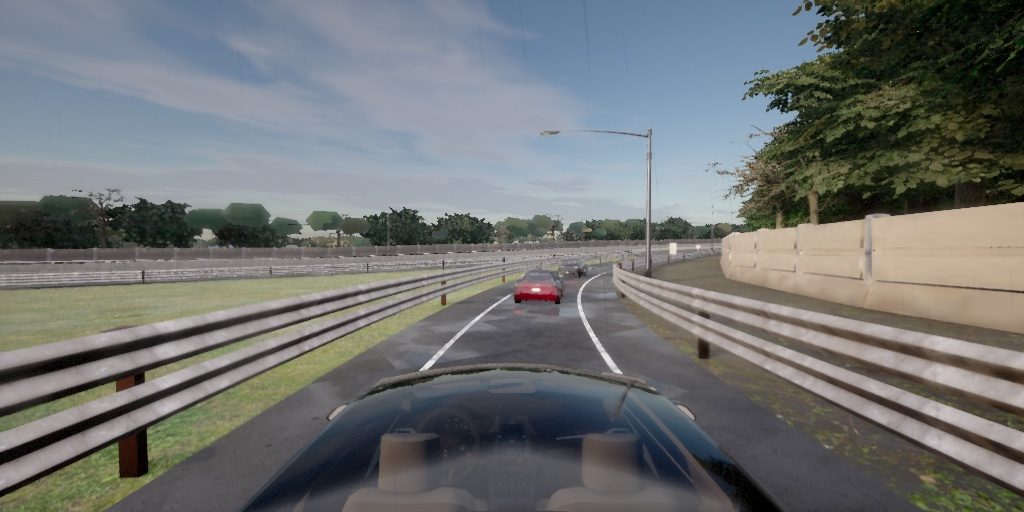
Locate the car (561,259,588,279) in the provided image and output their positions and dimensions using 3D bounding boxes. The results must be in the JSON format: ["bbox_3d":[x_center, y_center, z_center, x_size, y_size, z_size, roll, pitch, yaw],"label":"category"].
[{"bbox_3d":[5.199,1.026,30.253,2.128,1.511,4.902,1,1,20],"label":"car"}]

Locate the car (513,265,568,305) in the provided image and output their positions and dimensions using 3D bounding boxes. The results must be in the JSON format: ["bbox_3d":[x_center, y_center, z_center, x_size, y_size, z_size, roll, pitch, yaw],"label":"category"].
[{"bbox_3d":[1.311,1.292,16.108,1.994,1.385,4.181,0,0,10],"label":"car"}]
